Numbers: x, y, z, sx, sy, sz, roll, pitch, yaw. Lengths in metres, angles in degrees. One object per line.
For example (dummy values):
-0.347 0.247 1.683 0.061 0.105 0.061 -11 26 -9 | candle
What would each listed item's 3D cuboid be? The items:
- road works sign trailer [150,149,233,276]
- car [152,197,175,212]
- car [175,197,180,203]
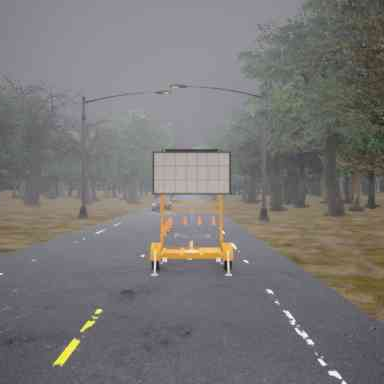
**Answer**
-0.010 0.476 10.372 2.380 3.560 2.880 0 0 0 | road works sign trailer
-3.576 1.410 39.733 2.097 1.767 4.553 0 0 0 | car
-3.459 1.673 67.517 1.994 1.385 4.181 0 0 0 | car
